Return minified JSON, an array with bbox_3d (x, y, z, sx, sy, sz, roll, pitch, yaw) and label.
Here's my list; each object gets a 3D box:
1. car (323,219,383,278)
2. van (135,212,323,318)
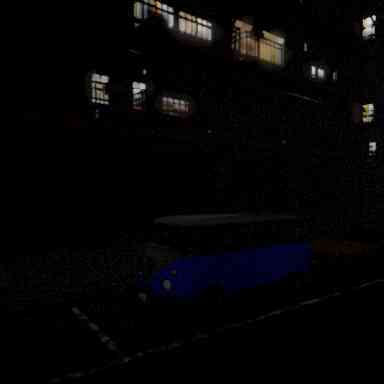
[{"bbox_3d":[5.189,1.546,10.258,4.829,1.417,1.752,0,0,-35],"label":"car"},{"bbox_3d":[0.831,1.351,7.149,3.998,1.788,1.690,0,0,-35],"label":"van"}]
